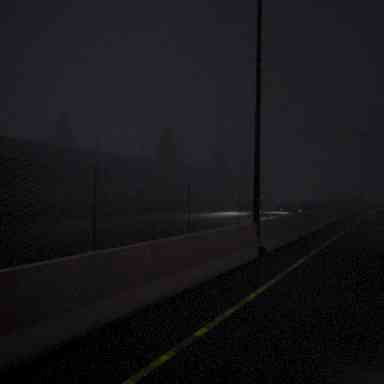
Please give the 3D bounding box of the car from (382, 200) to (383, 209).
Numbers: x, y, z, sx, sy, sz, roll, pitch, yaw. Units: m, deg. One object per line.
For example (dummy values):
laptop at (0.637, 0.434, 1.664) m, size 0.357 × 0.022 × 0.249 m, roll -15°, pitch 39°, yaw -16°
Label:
car at (32.233, 2.013, 54.456) m, size 1.994 × 1.385 × 4.181 m, roll 1°, pitch 0°, yaw 30°

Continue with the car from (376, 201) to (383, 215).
car at (22.075, 1.854, 37.684) m, size 2.033 × 1.411 × 5.357 m, roll 1°, pitch 0°, yaw 34°

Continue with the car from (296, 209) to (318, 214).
car at (12.014, 1.648, 34.955) m, size 2.128 × 1.511 × 4.902 m, roll 1°, pitch 0°, yaw 32°
